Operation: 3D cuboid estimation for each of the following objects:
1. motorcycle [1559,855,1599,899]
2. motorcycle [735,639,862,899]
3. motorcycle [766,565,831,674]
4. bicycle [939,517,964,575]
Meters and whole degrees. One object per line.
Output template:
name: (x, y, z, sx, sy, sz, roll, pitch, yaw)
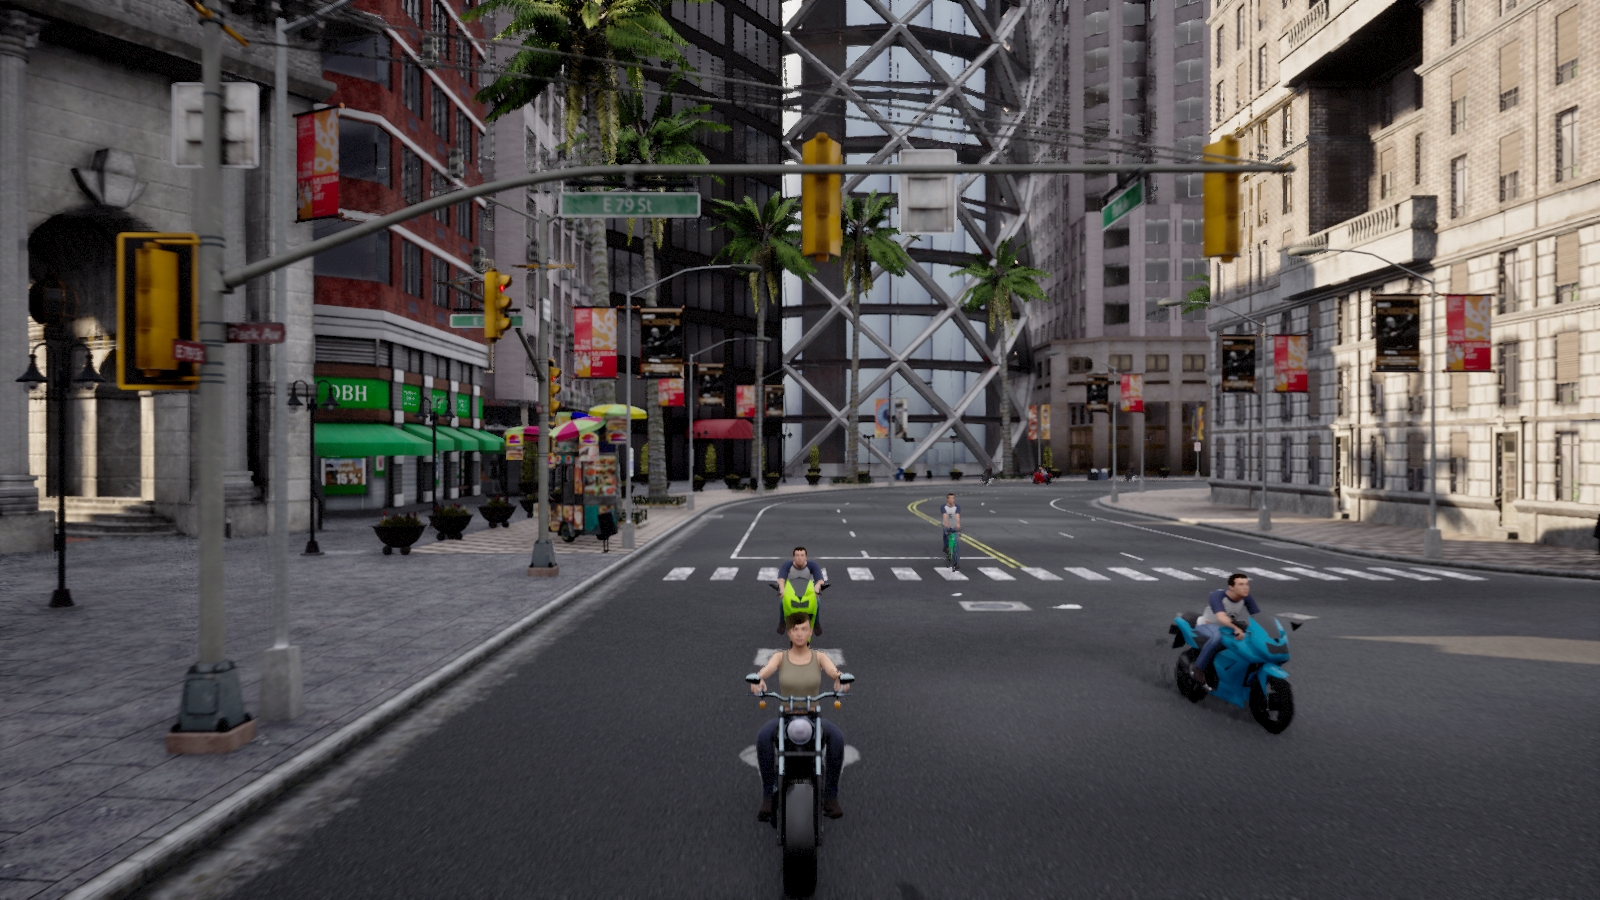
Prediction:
motorcycle: (3.480, 2.213, 3.614, 0.803, 1.145, 2.033, 0, 0, 0)
motorcycle: (-0.010, 2.170, 8.038, 0.764, 1.277, 2.356, 0, 0, 0)
motorcycle: (-0.020, 2.213, 15.254, 0.803, 1.145, 2.033, 0, 0, 0)
bicycle: (3.510, 2.206, 26.488, 0.373, 1.196, 1.643, 0, 0, 0)
